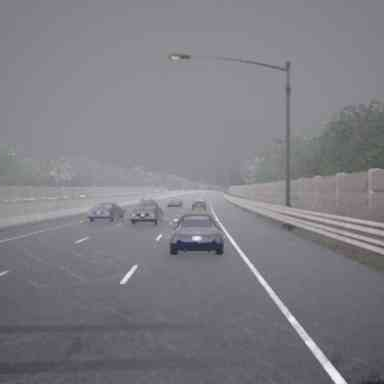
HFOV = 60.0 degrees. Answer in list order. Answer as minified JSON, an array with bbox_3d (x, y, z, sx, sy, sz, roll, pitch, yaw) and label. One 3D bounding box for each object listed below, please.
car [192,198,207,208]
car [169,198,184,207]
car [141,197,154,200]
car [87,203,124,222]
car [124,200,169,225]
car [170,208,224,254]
[{"bbox_3d":[0.983,1.494,44.825,1.812,1.442,4.674,0,0,2],"label":"car"},{"bbox_3d":[-2.349,1.523,48.979,1.994,1.385,4.181,0,0,2],"label":"car"},{"bbox_3d":[-6.000,1.459,45.149,2.128,1.511,4.902,0,0,2],"label":"car"},{"bbox_3d":[-6.595,1.542,26.121,2.033,1.411,5.357,0,0,1],"label":"car"},{"bbox_3d":[-3.150,1.546,24.172,2.033,1.411,5.357,0,0,1],"label":"car"},{"bbox_3d":[0.190,1.570,13.529,1.994,1.385,4.181,0,0,1],"label":"car"}]
